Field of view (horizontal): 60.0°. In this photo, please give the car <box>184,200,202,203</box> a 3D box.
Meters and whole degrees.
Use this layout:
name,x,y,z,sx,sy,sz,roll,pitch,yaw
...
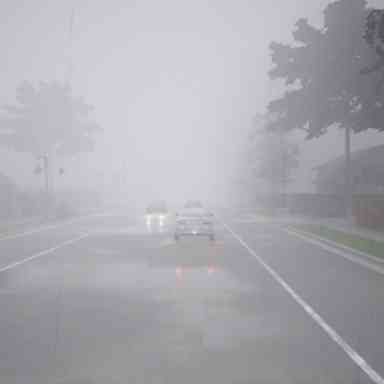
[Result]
name,x,y,z,sx,sy,sz,roll,pitch,yaw
car,0.110,1.498,33.841,1.994,1.385,4.181,0,0,0

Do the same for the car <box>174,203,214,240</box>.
name,x,y,z,sx,sy,sz,roll,pitch,yaw
car,0.105,1.500,16.751,1.812,1.442,4.674,0,0,0

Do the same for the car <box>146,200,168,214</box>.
name,x,y,z,sx,sy,sz,roll,pitch,yaw
car,-3.490,1.545,33.893,1.994,1.385,4.181,0,0,0

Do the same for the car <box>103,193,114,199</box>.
name,x,y,z,sx,sy,sz,roll,pitch,yaw
car,-23.285,1.102,88.423,4.611,1.667,2.242,0,0,1
